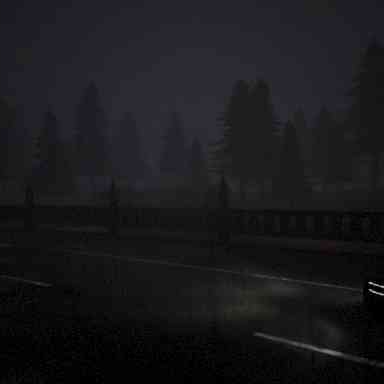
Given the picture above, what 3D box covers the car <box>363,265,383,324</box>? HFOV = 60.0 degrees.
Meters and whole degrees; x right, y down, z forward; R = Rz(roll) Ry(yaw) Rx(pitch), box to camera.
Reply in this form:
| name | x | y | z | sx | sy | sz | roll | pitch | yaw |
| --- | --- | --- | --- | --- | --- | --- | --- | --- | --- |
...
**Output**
| name | x | y | z | sx | sy | sz | roll | pitch | yaw |
| --- | --- | --- | --- | --- | --- | --- | --- | --- | --- |
| car | 5.097 | 1.449 | 4.466 | 5.008 | 1.535 | 1.882 | 0 | 0 | 36 |
